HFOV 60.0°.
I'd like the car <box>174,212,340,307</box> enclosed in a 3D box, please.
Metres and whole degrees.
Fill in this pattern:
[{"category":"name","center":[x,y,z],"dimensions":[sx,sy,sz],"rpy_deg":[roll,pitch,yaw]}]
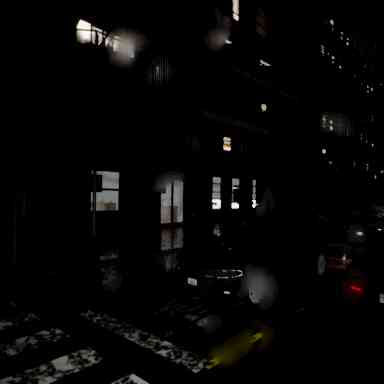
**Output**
[{"category":"car","center":[1.730,1.483,8.321],"dimensions":[1.882,1.535,5.008],"rpy_deg":[0,0,44]}]

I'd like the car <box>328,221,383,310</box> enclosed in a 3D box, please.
[{"category":"car","center":[4.676,1.531,6.907],"dimensions":[1.812,1.442,4.674],"rpy_deg":[0,0,43]}]

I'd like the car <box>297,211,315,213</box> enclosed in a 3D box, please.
[{"category":"car","center":[5.221,1.593,15.833],"dimensions":[1.802,1.307,4.206],"rpy_deg":[1,1,43]}]

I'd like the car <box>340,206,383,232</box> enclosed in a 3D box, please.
[{"category":"car","center":[8.445,1.575,15.510],"dimensions":[1.994,1.385,4.181],"rpy_deg":[0,0,43]}]

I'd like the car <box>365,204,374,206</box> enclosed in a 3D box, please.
[{"category":"car","center":[12.650,1.542,23.826],"dimensions":[1.752,1.417,4.829],"rpy_deg":[1,1,43]}]
